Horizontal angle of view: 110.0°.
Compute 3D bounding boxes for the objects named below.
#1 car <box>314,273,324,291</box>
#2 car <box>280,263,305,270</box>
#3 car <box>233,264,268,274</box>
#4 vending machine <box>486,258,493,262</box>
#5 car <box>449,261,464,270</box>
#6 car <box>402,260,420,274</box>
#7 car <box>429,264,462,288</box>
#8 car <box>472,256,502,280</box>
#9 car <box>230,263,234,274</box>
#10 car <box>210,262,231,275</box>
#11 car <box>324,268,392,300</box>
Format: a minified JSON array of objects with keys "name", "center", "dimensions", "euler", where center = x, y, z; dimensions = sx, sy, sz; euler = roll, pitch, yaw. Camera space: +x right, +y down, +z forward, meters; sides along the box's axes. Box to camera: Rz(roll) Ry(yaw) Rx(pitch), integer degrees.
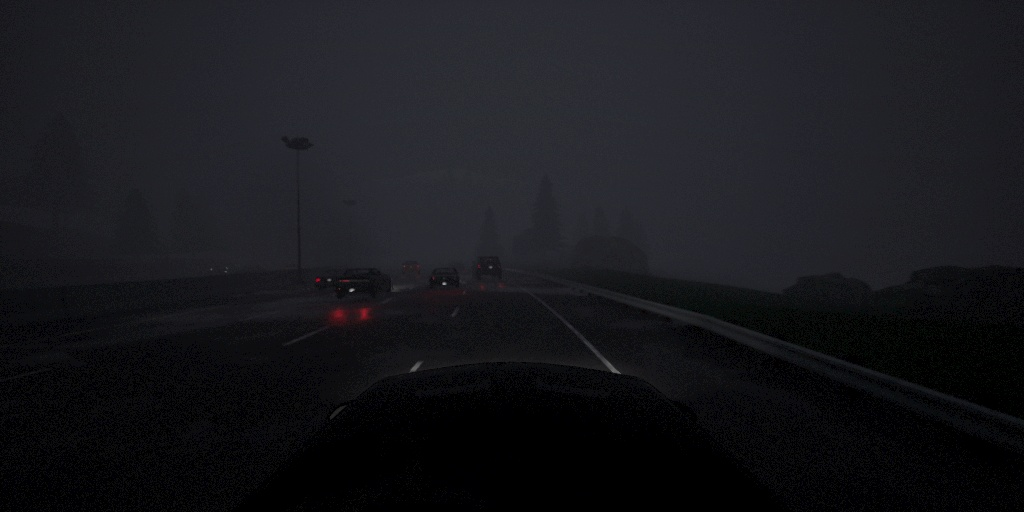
[{"name":"car","center":[-11.332,1.482,23.770],"dimensions":[2.033,1.411,5.357],"euler":[-1,0,-11]},{"name":"car","center":[-27.609,1.674,45.216],"dimensions":[1.882,1.535,5.008],"euler":[-1,0,-17]},{"name":"car","center":[-30.302,1.801,42.065],"dimensions":[1.994,1.385,4.181],"euler":[-1,0,-16]},{"name":"vending machine","center":[-3.486,1.019,55.526],"dimensions":[1.100,2.100,0.880],"euler":[0,0,-18]},{"name":"car","center":[-8.750,1.432,55.938],"dimensions":[1.812,1.442,4.674],"euler":[0,0,-20]},{"name":"car","center":[-12.669,1.315,45.011],"dimensions":[2.097,1.767,4.553],"euler":[-1,0,-16]},{"name":"car","center":[-4.551,1.430,24.529],"dimensions":[1.895,1.301,4.718],"euler":[-1,0,-9]},{"name":"car","center":[-2.327,1.019,32.203],"dimensions":[2.150,2.045,5.566],"euler":[0,0,-12]},{"name":"car","center":[-36.311,1.895,49.223],"dimensions":[1.994,1.385,4.181],"euler":[-1,0,-19]},{"name":"car","center":[-40.543,1.757,50.585],"dimensions":[2.097,1.767,4.553],"euler":[-1,0,-21]},{"name":"car","center":[-7.638,1.367,18.830],"dimensions":[2.128,1.511,4.902],"euler":[-1,0,-7]}]
